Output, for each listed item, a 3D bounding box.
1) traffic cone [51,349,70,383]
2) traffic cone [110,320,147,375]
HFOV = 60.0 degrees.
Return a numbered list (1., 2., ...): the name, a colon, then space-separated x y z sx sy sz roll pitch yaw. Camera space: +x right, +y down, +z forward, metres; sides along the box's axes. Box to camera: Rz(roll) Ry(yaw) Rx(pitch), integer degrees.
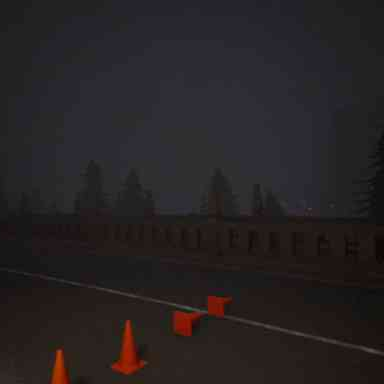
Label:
1. traffic cone: -1.419 1.995 3.574 0.340 0.580 0.340 -1 -1 36
2. traffic cone: -0.839 1.995 4.387 0.340 0.580 0.340 -1 -1 35
